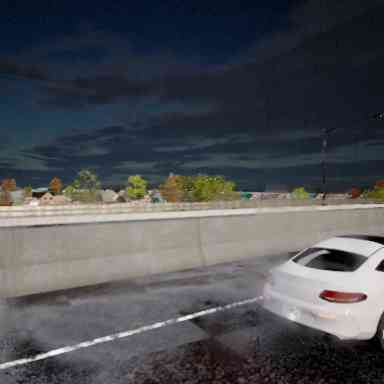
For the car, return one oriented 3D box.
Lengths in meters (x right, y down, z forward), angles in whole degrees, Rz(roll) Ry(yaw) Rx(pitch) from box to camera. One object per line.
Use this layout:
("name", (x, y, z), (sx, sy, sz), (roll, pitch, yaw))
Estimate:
("car", (3.298, 1.524, 6.073), (4.674, 1.442, 1.812), (0, 0, -35))
